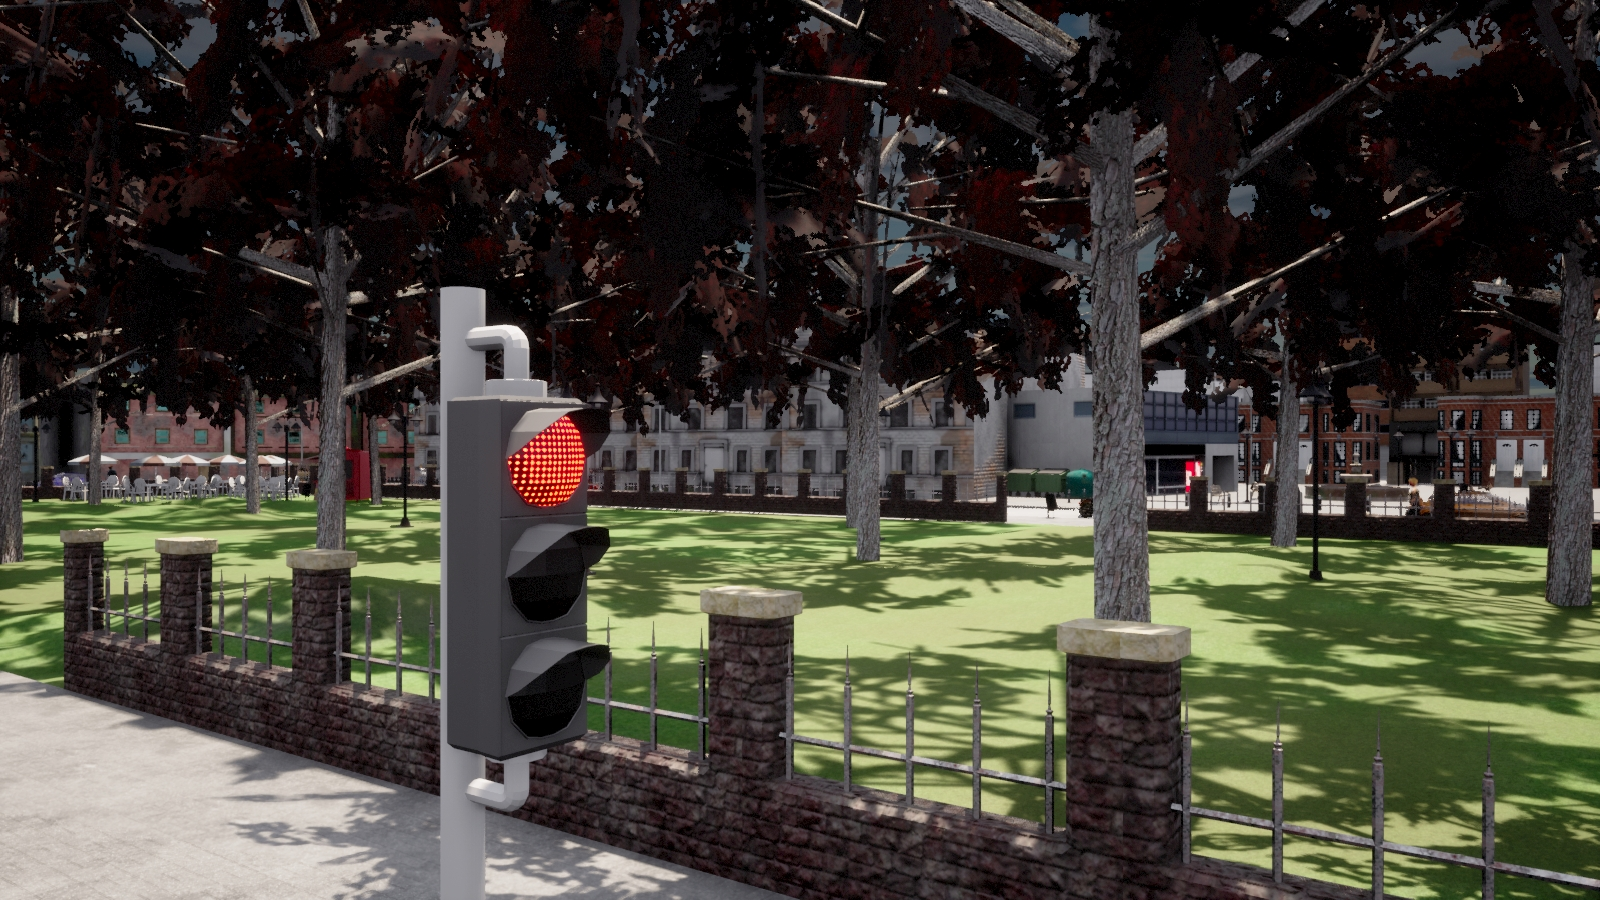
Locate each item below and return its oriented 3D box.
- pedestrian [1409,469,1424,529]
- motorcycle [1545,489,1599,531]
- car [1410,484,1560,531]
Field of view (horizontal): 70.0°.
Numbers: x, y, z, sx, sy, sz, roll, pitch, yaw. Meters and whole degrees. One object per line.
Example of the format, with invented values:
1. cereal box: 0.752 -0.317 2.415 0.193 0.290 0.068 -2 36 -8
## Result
1. pedestrian: 19.165 1.523 35.533 0.375 1.860 0.375 0 0 36
2. motorcycle: 25.489 1.950 36.881 2.356 1.277 0.764 0 0 36
3. car: 23.109 1.899 38.604 4.181 1.385 1.994 0 0 36
